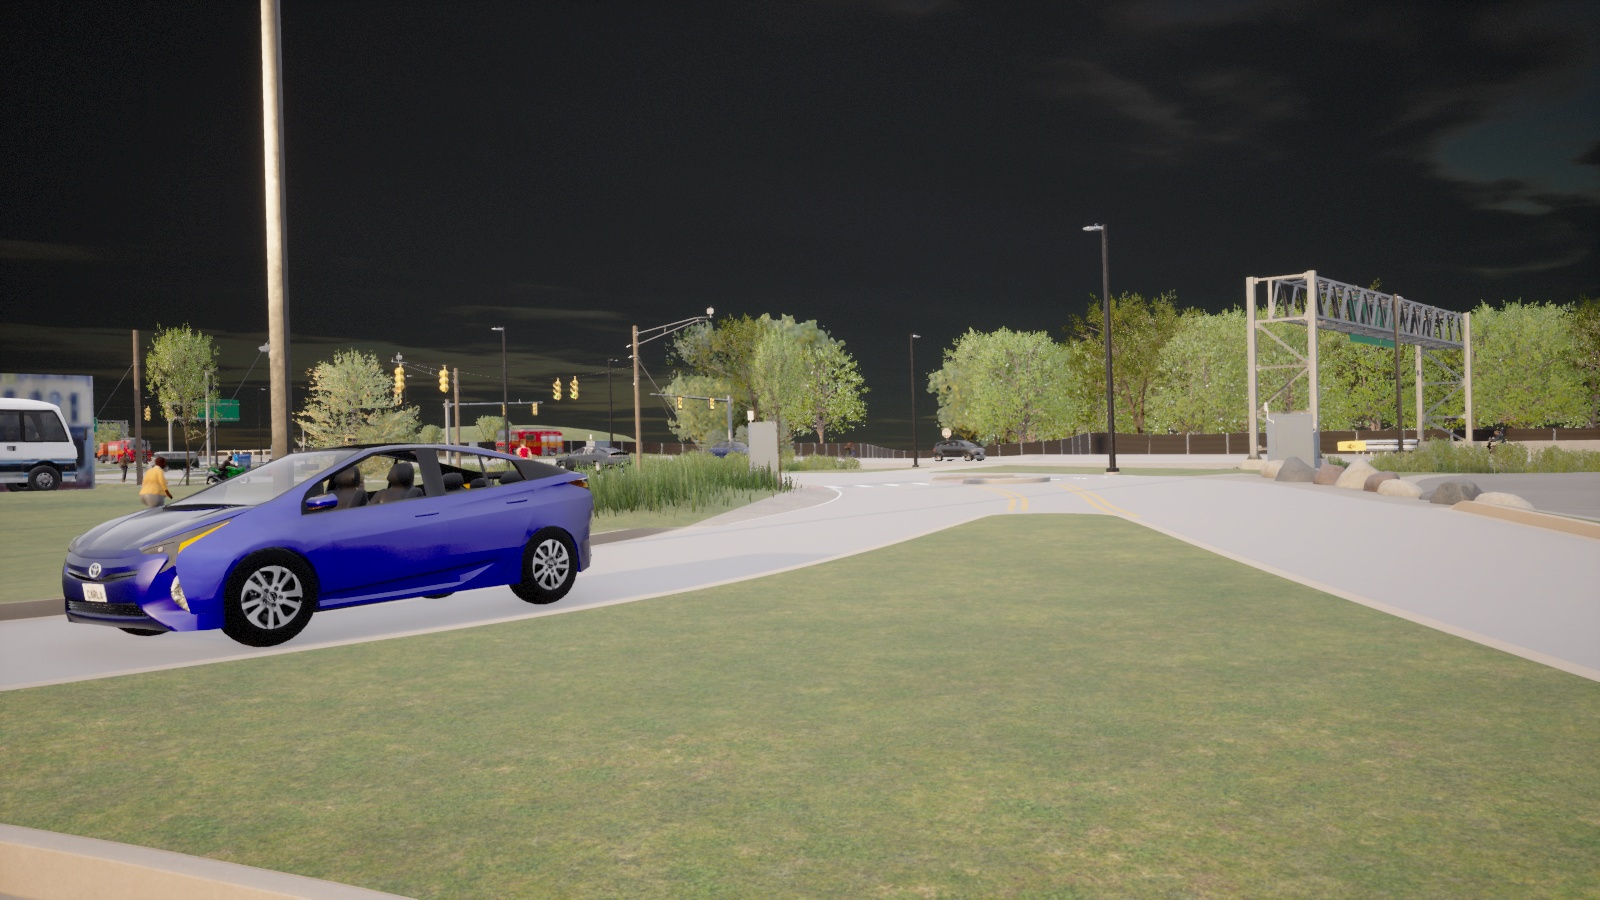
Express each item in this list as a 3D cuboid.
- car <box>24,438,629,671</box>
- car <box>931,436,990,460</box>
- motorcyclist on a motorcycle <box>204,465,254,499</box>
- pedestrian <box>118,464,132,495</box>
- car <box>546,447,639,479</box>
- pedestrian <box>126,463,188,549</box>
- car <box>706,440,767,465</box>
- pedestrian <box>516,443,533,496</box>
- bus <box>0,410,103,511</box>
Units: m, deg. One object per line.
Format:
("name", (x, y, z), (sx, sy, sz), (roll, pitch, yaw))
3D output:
("car", (-3.810, 0.737, 10.917), (2.007, 1.525, 4.514), (-3, -1, 35))
("car", (11.266, -0.146, 88.395), (3.705, 1.549, 1.789), (-2, 0, 41))
("motorcyclist on a motorcycle", (-27.867, 1.539, 61.312), (2.044, 1.523, 0.797), (-3, 0, -35))
("pedestrian", (-40.215, 1.746, 74.812), (0.869, 1.805, 0.328), (-4, -1, 41))
("car", (-10.967, 0.716, 66.254), (4.902, 1.511, 2.128), (-2, 0, 41))
("pedestrian", (-14.414, 1.250, 28.146), (0.874, 1.855, 0.900), (-4, -1, 39))
("car", (-4.988, 0.218, 97.939), (4.553, 1.767, 2.097), (-2, 0, 41))
("pedestrian", (-9.567, 0.676, 43.606), (0.345, 1.836, 0.594), (-2, -1, -30))
("bus", (-35.873, 0.543, 53.154), (3.944, 4.253, 10.273), (-4, -1, 41))
